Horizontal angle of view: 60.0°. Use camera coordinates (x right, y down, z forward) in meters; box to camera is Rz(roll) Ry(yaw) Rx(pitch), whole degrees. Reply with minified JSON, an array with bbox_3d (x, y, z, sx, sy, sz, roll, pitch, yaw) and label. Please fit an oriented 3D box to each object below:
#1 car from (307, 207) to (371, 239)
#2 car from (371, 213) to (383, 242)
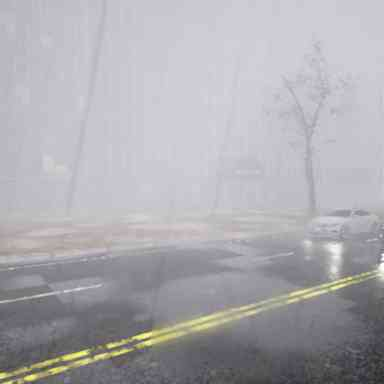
[{"bbox_3d":[7.979,1.528,17.309,4.674,1.442,1.812,0,0,-35],"label":"car"},{"bbox_3d":[10.204,1.568,14.900,4.181,1.385,1.994,0,0,-35],"label":"car"}]
